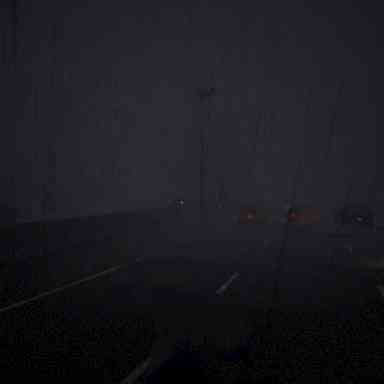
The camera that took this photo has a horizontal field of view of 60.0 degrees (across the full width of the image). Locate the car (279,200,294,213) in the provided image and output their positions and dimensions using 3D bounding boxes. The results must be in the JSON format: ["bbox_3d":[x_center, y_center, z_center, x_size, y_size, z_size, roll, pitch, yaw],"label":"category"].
[{"bbox_3d":[11.476,1.661,39.508,1.882,1.535,5.008,0,0,11],"label":"car"}]

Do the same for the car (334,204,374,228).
[{"bbox_3d":[11.462,1.616,23.795,1.882,1.535,5.008,0,0,15],"label":"car"}]

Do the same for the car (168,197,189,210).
[{"bbox_3d":[-1.746,1.467,45.192,2.097,1.767,4.553,0,0,10],"label":"car"}]

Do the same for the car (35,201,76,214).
[{"bbox_3d":[-14.548,1.610,35.684,1.895,1.301,4.718,0,0,14],"label":"car"}]

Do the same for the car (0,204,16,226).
[{"bbox_3d":[-12.507,1.463,18.014,2.128,1.511,4.902,0,0,19],"label":"car"}]

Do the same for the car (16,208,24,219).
[{"bbox_3d":[-14.417,1.522,23.227,2.033,1.411,5.357,0,0,18],"label":"car"}]

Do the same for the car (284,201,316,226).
[{"bbox_3d":[8.152,1.668,24.858,2.033,1.411,5.357,0,0,15],"label":"car"}]

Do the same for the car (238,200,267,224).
[{"bbox_3d":[4.717,1.579,25.687,1.882,1.535,5.008,0,0,15],"label":"car"}]

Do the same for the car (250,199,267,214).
[{"bbox_3d":[7.924,1.639,39.538,1.882,1.535,5.008,0,0,11],"label":"car"}]
